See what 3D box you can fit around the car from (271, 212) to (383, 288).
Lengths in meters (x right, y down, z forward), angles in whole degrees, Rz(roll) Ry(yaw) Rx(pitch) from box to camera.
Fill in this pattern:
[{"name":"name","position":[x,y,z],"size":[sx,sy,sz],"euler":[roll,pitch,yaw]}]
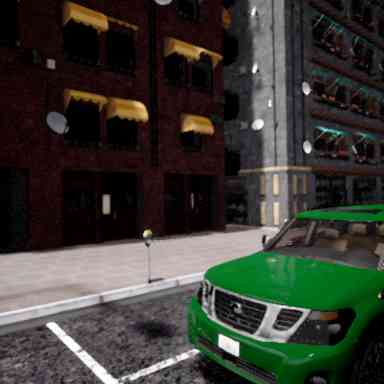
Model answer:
[{"name":"car","position":[4.448,1.501,9.935],"size":[4.097,1.590,1.967],"euler":[0,-1,-39]}]

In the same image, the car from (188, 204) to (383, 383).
[{"name":"car","position":[2.575,1.253,5.186],"size":[5.566,2.045,2.150],"euler":[0,-1,-37]}]

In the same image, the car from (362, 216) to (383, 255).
[{"name":"car","position":[8.749,1.637,13.442],"size":[4.206,1.307,1.802],"euler":[0,-1,-39]}]
